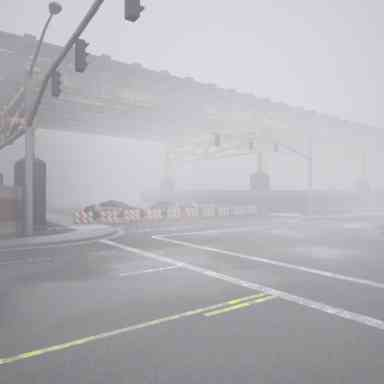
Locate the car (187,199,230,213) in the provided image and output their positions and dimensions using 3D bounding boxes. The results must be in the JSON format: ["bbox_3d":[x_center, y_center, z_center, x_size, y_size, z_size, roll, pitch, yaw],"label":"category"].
[{"bbox_3d":[1.348,1.297,34.006,4.536,1.218,1.853,0,0,-7],"label":"car"}]

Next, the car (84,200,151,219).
[{"bbox_3d":[-6.259,1.454,27.570,4.974,1.542,2.038,0,0,8],"label":"car"}]

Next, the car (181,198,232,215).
[{"bbox_3d":[1.399,1.455,34.012,4.974,1.542,2.038,0,0,-7],"label":"car"}]

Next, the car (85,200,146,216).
[{"bbox_3d":[-6.310,1.296,27.577,4.536,1.218,1.853,0,0,8],"label":"car"}]

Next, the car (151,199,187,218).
[{"bbox_3d":[-2.513,1.454,30.254,2.038,1.542,4.974,0,0,18],"label":"car"}]

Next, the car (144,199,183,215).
[{"bbox_3d":[-2.497,1.297,30.303,1.853,1.218,4.536,0,0,18],"label":"car"}]
